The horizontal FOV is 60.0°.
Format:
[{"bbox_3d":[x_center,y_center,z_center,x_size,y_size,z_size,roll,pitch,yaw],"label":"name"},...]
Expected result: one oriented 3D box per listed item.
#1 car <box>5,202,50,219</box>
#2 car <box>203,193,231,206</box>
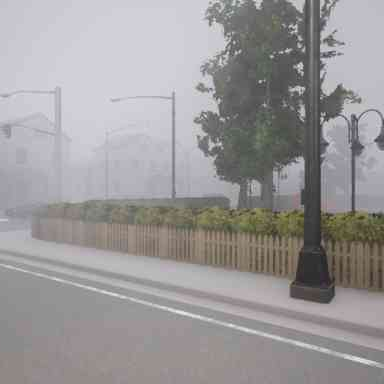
[{"bbox_3d":[-14.031,1.564,29.263,1.994,1.385,4.181,0,0,35],"label":"car"},{"bbox_3d":[3.528,1.221,48.161,2.150,2.045,5.566,0,0,35],"label":"car"}]
